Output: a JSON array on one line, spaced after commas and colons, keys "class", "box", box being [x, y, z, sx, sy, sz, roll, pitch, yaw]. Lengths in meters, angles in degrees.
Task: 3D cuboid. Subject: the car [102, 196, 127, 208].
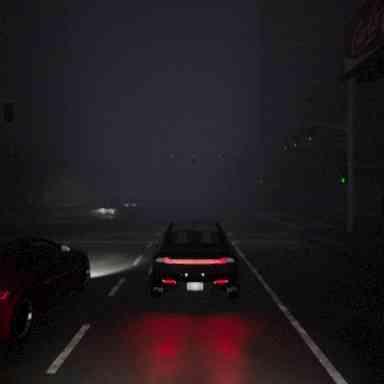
[{"class": "car", "box": [-10.588, 1.339, 44.368, 2.128, 1.511, 4.902, 0, 0, 0]}]

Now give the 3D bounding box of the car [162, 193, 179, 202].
[{"class": "car", "box": [-4.599, 1.083, 70.579, 2.097, 1.767, 4.553, 0, 0, -27]}]

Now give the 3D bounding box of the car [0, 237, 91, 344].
[{"class": "car", "box": [-3.442, 1.542, 6.394, 1.994, 1.385, 4.181, 0, 0, 0]}]

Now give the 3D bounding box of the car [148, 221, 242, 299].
[{"class": "car", "box": [0.068, 1.462, 8.370, 2.128, 1.511, 4.902, 0, 0, 0]}]

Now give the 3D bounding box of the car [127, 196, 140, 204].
[{"class": "car", "box": [-10.529, 1.344, 59.134, 2.033, 1.411, 5.357, 0, 0, 0]}]
